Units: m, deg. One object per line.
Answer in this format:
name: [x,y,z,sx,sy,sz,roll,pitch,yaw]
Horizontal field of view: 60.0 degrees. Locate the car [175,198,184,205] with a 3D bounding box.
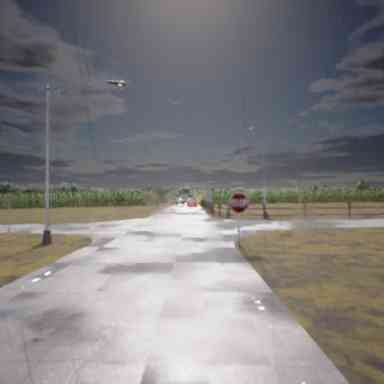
car: [-2.751,2.124,75.246,2.128,1.511,4.902,0,-1,0]

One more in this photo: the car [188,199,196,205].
car: [-0.001,2.422,81.079,1.837,1.490,4.892,0,-1,0]

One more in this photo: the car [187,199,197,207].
car: [-0.001,2.259,71.044,2.097,1.767,4.553,0,-1,0]
